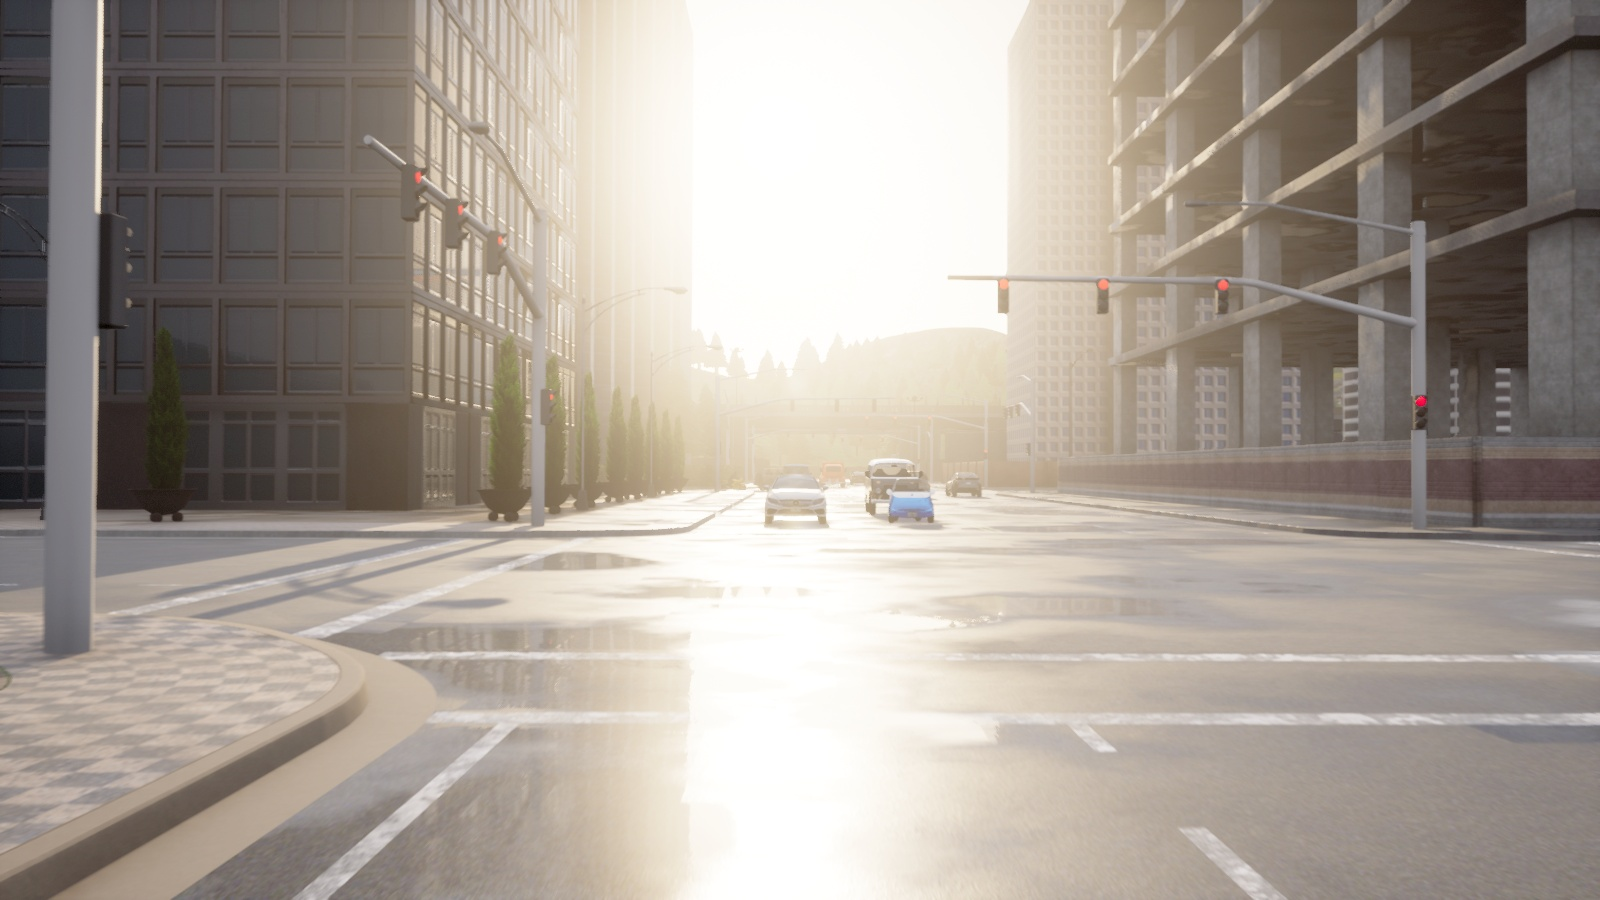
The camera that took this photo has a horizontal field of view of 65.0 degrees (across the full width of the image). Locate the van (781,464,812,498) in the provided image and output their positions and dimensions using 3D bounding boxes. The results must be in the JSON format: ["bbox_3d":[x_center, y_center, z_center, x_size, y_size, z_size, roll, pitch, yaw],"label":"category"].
[{"bbox_3d":[-0.229,1.824,75.034,1.775,1.987,4.442,0,-1,0],"label":"van"}]

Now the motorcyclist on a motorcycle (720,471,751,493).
[{"bbox_3d":[-4.699,2.342,91.166,2.044,1.523,0.797,-1,1,22],"label":"motorcyclist on a motorcycle"}]

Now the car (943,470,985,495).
[{"bbox_3d":[10.258,2.037,78.660,2.007,1.525,4.514,0,-1,0],"label":"car"}]

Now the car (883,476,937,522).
[{"bbox_3d":[3.378,1.507,38.881,1.481,1.376,2.207,0,-1,0],"label":"car"}]

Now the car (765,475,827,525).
[{"bbox_3d":[-0.121,1.488,38.670,1.812,1.442,4.674,0,-1,0],"label":"car"}]

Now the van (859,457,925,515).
[{"bbox_3d":[3.353,1.303,46.474,2.069,2.038,4.480,0,-1,0],"label":"van"}]

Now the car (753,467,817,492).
[{"bbox_3d":[-1.152,2.266,97.397,4.605,1.855,1.932,0,-1,-23],"label":"car"}]
